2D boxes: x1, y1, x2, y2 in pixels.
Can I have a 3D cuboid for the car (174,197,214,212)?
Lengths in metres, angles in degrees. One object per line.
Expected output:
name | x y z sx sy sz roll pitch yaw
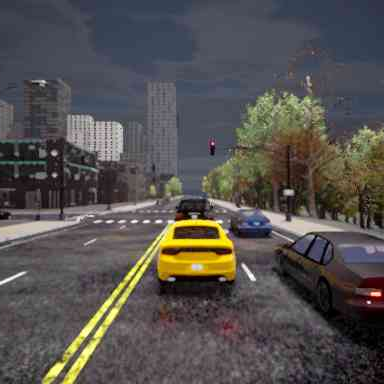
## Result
car | 0.129 1.395 19.745 2.150 2.045 5.566 0 -1 0

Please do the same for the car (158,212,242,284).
car | 0.112 1.565 9.852 1.882 1.535 5.008 0 -1 0

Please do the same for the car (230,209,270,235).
car | 3.380 1.722 19.886 2.033 1.411 5.357 0 -1 0

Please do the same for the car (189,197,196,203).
car | 0.142 2.155 93.167 2.128 1.511 4.902 0 0 0

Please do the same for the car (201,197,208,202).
car | 3.392 2.130 93.162 1.837 1.490 4.892 0 0 0

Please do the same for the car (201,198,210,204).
car | 3.376 2.302 83.189 1.895 1.301 4.718 0 0 0

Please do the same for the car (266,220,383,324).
car | 3.364 1.614 7.593 2.033 1.411 5.357 0 -1 0

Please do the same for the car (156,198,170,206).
car | -6.395 2.112 68.568 2.128 1.511 4.902 0 0 0

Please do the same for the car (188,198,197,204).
car | 0.125 2.227 82.747 2.128 1.511 4.902 0 0 0

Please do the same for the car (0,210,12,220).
car | -19.906 2.100 32.343 4.313 1.339 1.947 -1 1 0
